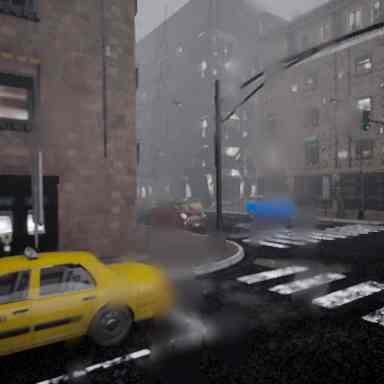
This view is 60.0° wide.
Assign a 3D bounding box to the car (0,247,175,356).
[{"bbox_3d":[-2.576,1.521,4.729,4.829,1.417,1.752,-1,0,-35],"label":"car"}]

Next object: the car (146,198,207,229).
[{"bbox_3d":[-0.855,1.357,20.726,1.967,1.590,4.097,-1,1,-36],"label":"car"}]

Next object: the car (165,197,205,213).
[{"bbox_3d":[-0.801,1.304,34.935,1.752,1.417,4.829,-1,1,-36],"label":"car"}]

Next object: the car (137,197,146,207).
[{"bbox_3d":[-7.344,1.318,43.966,1.887,1.381,4.507,-1,1,-36],"label":"car"}]

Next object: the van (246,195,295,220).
[{"bbox_3d":[5.941,1.135,25.626,1.690,1.788,3.998,-1,1,-36],"label":"van"}]
